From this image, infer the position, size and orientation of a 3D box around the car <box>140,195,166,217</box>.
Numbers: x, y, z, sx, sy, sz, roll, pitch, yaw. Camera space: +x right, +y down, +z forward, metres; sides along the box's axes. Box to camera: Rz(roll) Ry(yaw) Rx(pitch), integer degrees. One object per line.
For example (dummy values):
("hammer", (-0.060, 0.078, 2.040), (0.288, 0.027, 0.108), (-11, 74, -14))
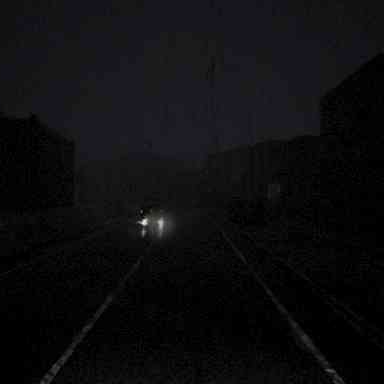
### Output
("car", (-3.783, 1.355, 32.913), (2.150, 2.045, 5.566), (0, 0, -2))

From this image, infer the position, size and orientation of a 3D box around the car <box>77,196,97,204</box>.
("car", (-21.862, 1.639, 69.270), (4.902, 1.511, 2.128), (0, -1, 34))
